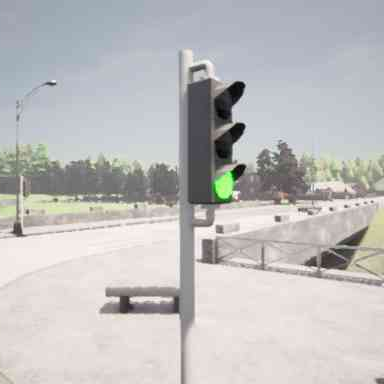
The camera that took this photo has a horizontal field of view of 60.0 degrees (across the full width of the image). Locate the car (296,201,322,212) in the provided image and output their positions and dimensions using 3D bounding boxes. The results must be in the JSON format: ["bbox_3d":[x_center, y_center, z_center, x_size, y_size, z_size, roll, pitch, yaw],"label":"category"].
[{"bbox_3d":[14.144,1.710,40.030,1.895,1.301,4.718,-1,0,35],"label":"car"}]
